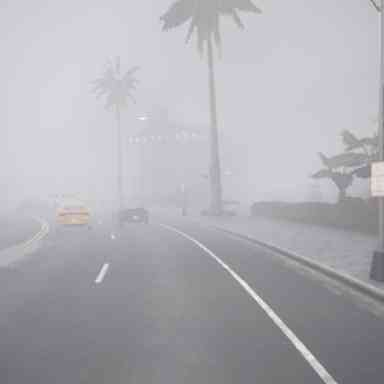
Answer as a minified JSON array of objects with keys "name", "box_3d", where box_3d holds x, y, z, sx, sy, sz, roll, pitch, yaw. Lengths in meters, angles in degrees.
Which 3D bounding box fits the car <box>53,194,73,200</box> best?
[{"name":"car","box_3d":[-29.667,1.122,76.372,4.193,1.474,1.816,0,0,23]}]

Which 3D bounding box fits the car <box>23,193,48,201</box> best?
[{"name":"car","box_3d":[-32.590,1.019,69.358,4.553,1.767,2.185,0,0,23]}]

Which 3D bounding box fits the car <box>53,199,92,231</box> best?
[{"name":"car","box_3d":[-7.202,1.399,20.256,1.882,1.535,5.008,0,0,-20]}]

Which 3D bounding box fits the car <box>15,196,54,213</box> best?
[{"name":"car","box_3d":[-17.089,1.428,35.442,5.357,1.411,2.033,0,0,45]}]

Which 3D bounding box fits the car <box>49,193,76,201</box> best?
[{"name":"car","box_3d":[-15.447,1.079,38.624,5.566,2.045,2.150,0,0,44]}]

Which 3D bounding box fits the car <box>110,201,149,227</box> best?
[{"name":"car","box_3d":[-4.295,1.377,22.333,1.882,1.535,5.008,0,0,-21]}]
